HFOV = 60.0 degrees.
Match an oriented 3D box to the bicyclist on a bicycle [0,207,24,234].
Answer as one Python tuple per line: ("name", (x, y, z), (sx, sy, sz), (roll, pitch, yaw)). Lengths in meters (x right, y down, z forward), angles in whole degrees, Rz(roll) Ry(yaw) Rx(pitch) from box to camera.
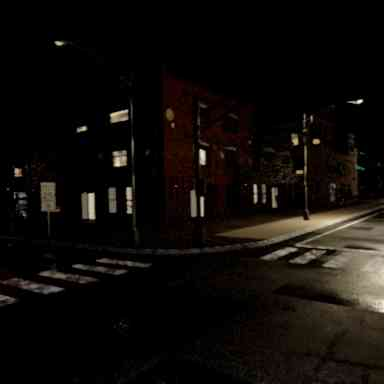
("bicyclist on a bicycle", (-11.368, 1.782, 20.860), (0.582, 1.620, 1.656), (-2, 0, 36))
